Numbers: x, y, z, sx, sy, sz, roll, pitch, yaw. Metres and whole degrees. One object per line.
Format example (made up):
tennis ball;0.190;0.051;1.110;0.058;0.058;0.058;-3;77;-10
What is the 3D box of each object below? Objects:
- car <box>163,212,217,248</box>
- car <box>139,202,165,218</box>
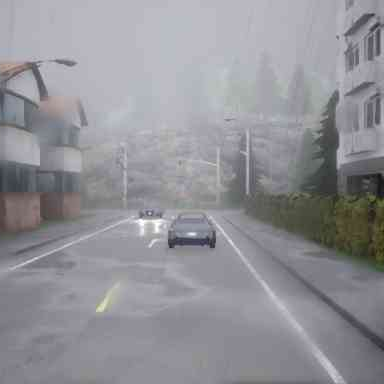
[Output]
car;0.000;1.570;14.650;1.994;1.385;4.181;0;0;0
car;-3.500;1.598;29.610;1.994;1.385;4.181;0;0;0
